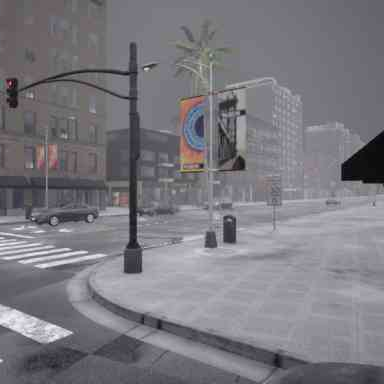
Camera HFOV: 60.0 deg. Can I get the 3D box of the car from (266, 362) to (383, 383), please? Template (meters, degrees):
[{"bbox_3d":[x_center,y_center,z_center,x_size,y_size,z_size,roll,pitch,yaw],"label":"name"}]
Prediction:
[{"bbox_3d":[2.203,1.551,1.279,4.403,1.369,2.008,0,0,35],"label":"car"}]

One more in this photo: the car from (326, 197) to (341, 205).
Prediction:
[{"bbox_3d":[26.365,1.710,62.065,1.994,1.385,4.181,0,0,35],"label":"car"}]

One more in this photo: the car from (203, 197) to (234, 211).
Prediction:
[{"bbox_3d":[3.305,1.408,40.917,2.097,1.767,4.553,0,0,35],"label":"car"}]

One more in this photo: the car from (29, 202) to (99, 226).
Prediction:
[{"bbox_3d":[-8.921,1.520,23.566,1.837,1.490,4.892,0,0,35],"label":"car"}]

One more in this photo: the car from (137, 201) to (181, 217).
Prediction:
[{"bbox_3d":[-3.232,1.580,31.646,2.033,1.411,5.357,0,0,35],"label":"car"}]
